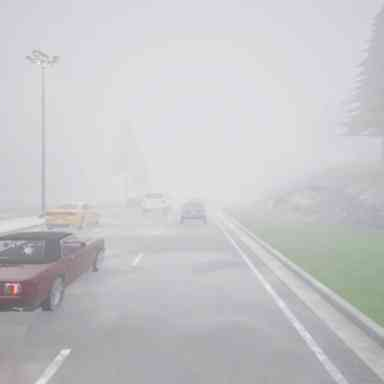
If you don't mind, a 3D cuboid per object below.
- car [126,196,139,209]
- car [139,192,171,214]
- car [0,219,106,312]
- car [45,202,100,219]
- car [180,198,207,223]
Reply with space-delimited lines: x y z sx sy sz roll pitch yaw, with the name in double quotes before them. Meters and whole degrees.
"car" -6.248 1.185 39.206 1.882 1.535 5.008 0 0 7
"car" -3.300 0.984 31.844 2.150 2.045 5.566 0 0 2
"car" -3.400 1.544 7.501 1.895 1.301 4.718 0 0 0
"car" -6.900 1.330 19.718 1.882 1.535 5.008 0 0 0
"car" 0.099 1.369 23.907 2.033 1.411 5.357 0 0 0
